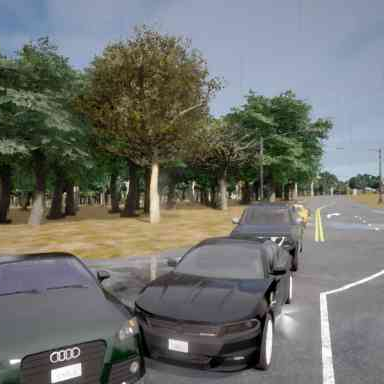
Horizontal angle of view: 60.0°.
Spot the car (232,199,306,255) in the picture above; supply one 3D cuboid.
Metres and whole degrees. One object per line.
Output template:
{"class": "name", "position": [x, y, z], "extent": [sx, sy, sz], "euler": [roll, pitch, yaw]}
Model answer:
{"class": "car", "position": [2.881, 1.459, 12.363], "extent": [2.150, 2.045, 5.566], "euler": [-2, 0, 21]}

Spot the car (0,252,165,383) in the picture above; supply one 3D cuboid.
{"class": "car", "position": [-2.297, 1.642, 4.933], "extent": [1.994, 1.385, 4.181], "euler": [1, -2, -33]}

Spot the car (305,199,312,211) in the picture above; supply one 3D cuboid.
{"class": "car", "position": [11.378, 1.561, 34.887], "extent": [2.097, 1.767, 4.553], "euler": [-1, 0, 21]}

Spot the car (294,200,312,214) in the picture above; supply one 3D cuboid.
{"class": "car", "position": [13.382, 1.745, 40.094], "extent": [1.812, 1.442, 4.674], "euler": [-1, 0, 21]}

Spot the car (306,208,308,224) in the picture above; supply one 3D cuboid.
{"class": "car", "position": [5.117, 1.773, 18.264], "extent": [1.895, 1.301, 4.718], "euler": [-1, 0, 21]}

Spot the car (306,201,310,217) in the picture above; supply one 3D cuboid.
{"class": "car", "position": [7.275, 1.662, 24.014], "extent": [1.882, 1.535, 5.008], "euler": [-1, 0, 21]}

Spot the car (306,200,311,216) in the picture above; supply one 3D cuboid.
{"class": "car", "position": [9.342, 1.723, 29.515], "extent": [1.812, 1.442, 4.674], "euler": [-1, 0, 21]}

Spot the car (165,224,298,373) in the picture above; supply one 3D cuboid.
{"class": "car", "position": [0.751, 1.612, 6.226], "extent": [1.882, 1.535, 5.008], "euler": [-1, -2, 21]}
